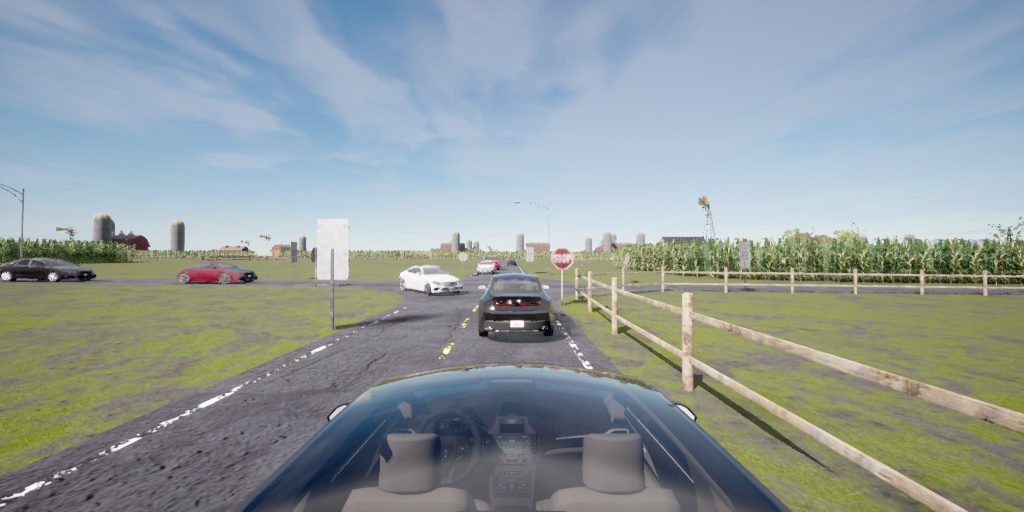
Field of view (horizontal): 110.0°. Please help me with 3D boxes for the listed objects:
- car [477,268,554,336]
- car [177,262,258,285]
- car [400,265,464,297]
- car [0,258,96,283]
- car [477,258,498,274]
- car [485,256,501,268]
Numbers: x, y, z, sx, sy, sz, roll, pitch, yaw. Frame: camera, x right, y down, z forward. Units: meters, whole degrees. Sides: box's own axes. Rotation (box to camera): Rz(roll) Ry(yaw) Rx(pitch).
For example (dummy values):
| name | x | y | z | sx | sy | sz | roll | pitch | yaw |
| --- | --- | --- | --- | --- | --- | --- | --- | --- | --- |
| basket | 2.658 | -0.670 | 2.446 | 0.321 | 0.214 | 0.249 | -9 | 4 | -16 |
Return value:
| name | x | y | z | sx | sy | sz | roll | pitch | yaw |
| --- | --- | --- | --- | --- | --- | --- | --- | --- | --- |
| car | 0.066 | 1.257 | 10.353 | 1.837 | 1.490 | 4.892 | 0 | 0 | -1 |
| car | -19.058 | 1.102 | 23.306 | 4.181 | 1.385 | 1.994 | 1 | -1 | 0 |
| car | -4.441 | 1.232 | 19.244 | 1.812 | 1.442 | 4.674 | 1 | 1 | -41 |
| car | -30.176 | 0.923 | 23.338 | 4.892 | 1.490 | 1.837 | 1 | -1 | 0 |
| car | -2.882 | 1.270 | 40.595 | 1.812 | 1.442 | 4.674 | 0 | 0 | 0 |
| car | -2.891 | 0.959 | 51.007 | 2.150 | 2.045 | 5.566 | 0 | 0 | 0 |
